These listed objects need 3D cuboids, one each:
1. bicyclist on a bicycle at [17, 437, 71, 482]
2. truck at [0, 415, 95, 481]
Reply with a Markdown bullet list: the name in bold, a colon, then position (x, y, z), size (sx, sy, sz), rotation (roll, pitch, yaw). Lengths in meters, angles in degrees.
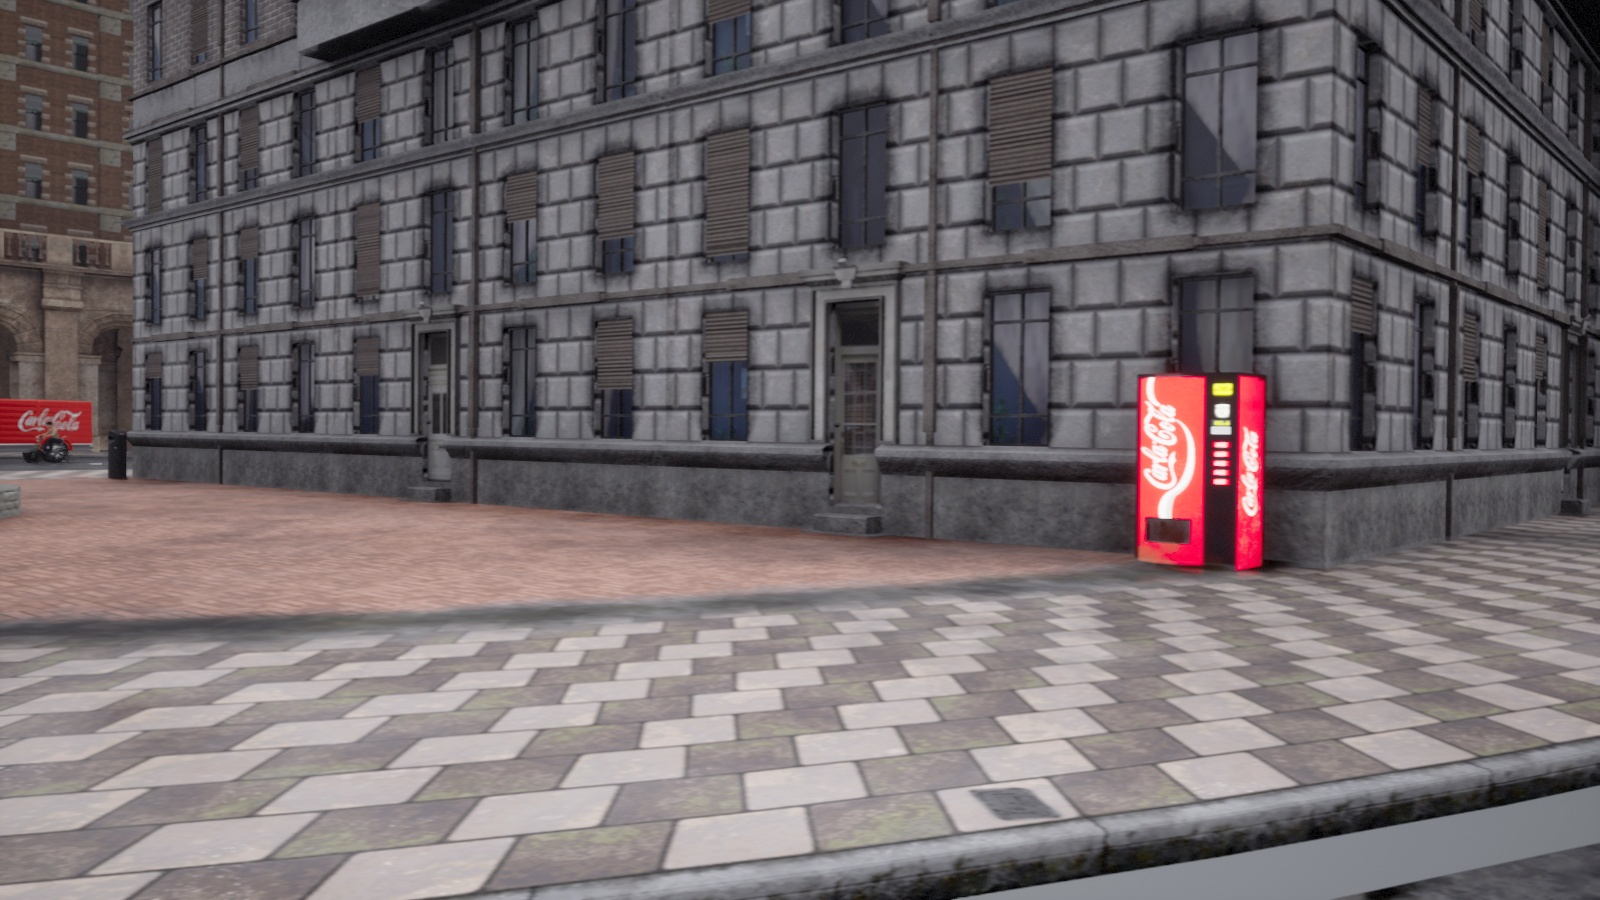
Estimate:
- **bicyclist on a bicycle**: position (-28.181, 0.335, 46.809), size (0.866, 1.612, 1.509), rotation (0, 1, 40)
- **truck**: position (-30.872, -0.092, 49.037), size (2.627, 2.467, 5.204), rotation (0, 1, 41)
